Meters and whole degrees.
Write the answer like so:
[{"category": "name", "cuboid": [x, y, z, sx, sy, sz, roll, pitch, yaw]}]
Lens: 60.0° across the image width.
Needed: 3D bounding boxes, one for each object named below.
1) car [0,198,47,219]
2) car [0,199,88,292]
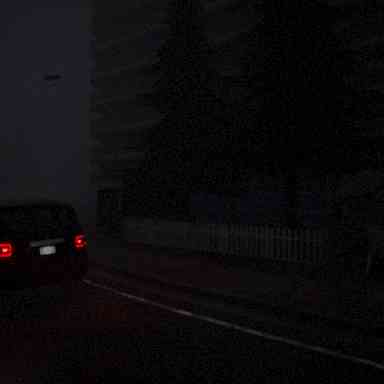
[{"category": "car", "cuboid": [-14.522, 1.349, 28.961, 2.128, 1.511, 4.902, 0, 0, -7]}, {"category": "car", "cuboid": [-4.706, 1.182, 8.253, 5.566, 2.045, 2.150, 1, 1, 44]}]
